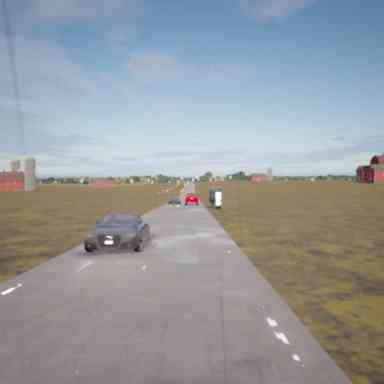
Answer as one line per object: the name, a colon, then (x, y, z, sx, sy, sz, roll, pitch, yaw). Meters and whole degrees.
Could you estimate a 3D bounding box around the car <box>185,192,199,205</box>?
car: (-0.022, 1.072, 53.919, 2.150, 2.045, 5.566, 0, 0, 1)

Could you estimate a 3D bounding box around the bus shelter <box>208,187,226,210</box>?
bus shelter: (3.155, 0.772, 42.579, 1.920, 2.740, 3.880, 2, 2, 0)

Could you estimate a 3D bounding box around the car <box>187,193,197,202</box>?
car: (-0.038, 1.084, 68.101, 2.097, 1.767, 4.553, 0, 0, 0)

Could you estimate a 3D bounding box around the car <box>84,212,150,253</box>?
car: (-2.856, 1.531, 13.451, 1.994, 1.385, 4.181, 0, 0, 0)

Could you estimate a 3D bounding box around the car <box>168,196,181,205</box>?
car: (-2.841, 1.413, 54.770, 1.994, 1.385, 4.181, 0, 0, 0)
